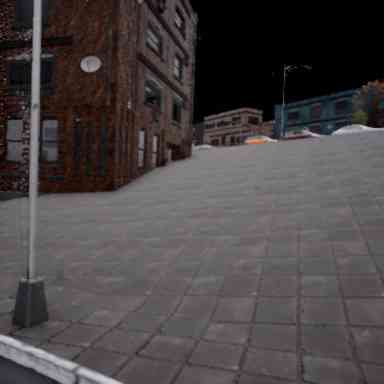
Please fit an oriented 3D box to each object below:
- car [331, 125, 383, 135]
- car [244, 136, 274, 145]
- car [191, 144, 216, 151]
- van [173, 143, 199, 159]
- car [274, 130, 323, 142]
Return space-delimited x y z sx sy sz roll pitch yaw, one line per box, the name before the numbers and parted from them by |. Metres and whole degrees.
car | 13.915 -4.869 27.814 2.002 1.452 4.674 1 2 -33
car | 7.863 -5.507 37.214 2.185 1.767 4.553 1 2 -33
car | 1.896 -5.830 46.470 2.231 1.521 4.892 1 2 -33
van | -1.017 -6.270 50.999 1.878 1.987 4.442 1 2 -33
car | 10.850 -5.276 32.577 2.185 1.767 4.553 1 2 -33
